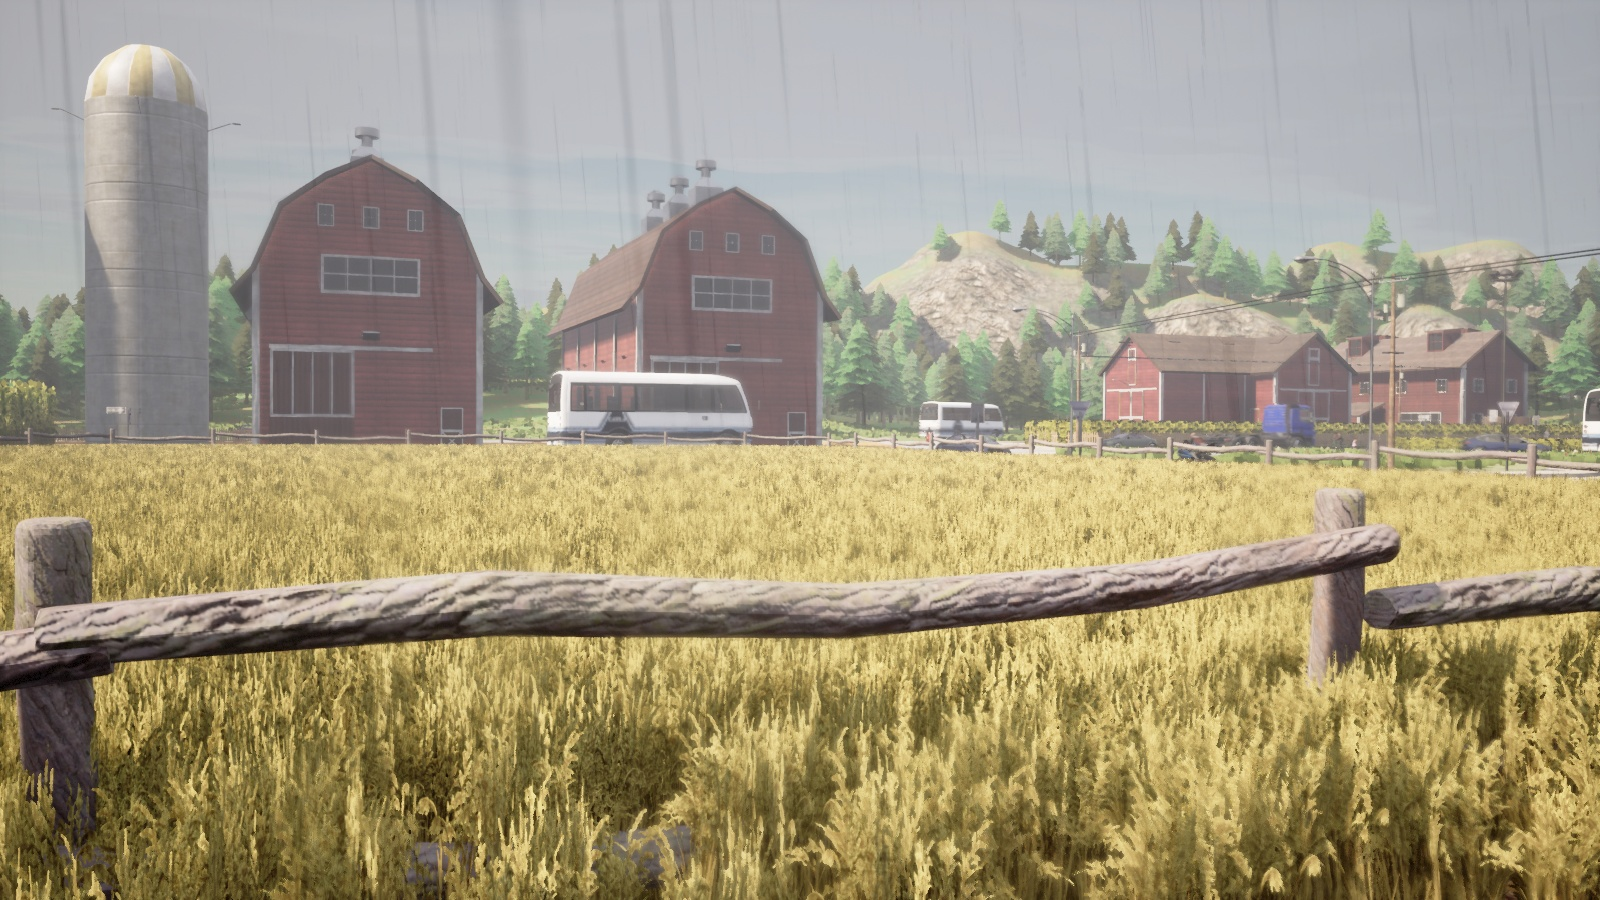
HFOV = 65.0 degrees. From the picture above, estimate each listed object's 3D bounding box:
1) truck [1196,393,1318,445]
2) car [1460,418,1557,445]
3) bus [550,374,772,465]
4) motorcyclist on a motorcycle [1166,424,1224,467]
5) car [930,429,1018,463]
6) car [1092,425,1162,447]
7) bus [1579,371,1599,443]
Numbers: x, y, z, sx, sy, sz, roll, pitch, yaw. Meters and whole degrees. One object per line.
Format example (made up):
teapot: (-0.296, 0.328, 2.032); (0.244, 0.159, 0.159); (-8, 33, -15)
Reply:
truck: (31.259, -2.139, 85.876); (7.936, 3.462, 2.891); (-1, 1, -23)
car: (41.520, -1.092, 73.744); (4.792, 1.488, 2.163); (0, 1, 25)
bus: (-6.967, -1.568, 62.989); (10.273, 4.253, 3.944); (-2, 1, -24)
motorcyclist on a motorcycle: (14.638, -0.182, 46.607); (0.866, 1.530, 2.191); (-1, 1, -21)
car: (7.587, -0.203, 55.197); (1.994, 1.385, 4.181); (-1, 1, -22)
car: (22.470, -0.973, 86.350); (4.181, 1.385, 1.994); (-1, 1, -18)
bus: (52.277, -2.652, 75.210); (10.273, 4.253, 3.944); (-1, 1, -19)
